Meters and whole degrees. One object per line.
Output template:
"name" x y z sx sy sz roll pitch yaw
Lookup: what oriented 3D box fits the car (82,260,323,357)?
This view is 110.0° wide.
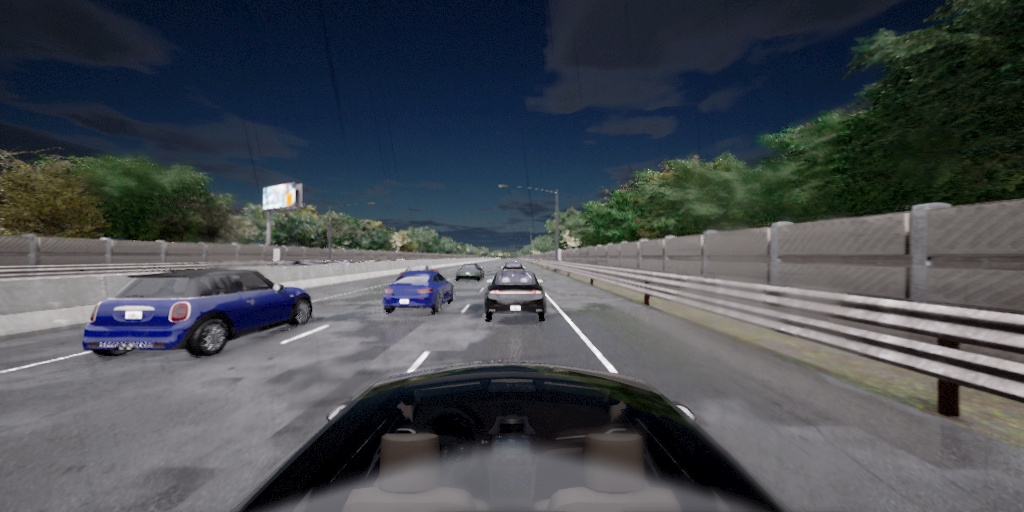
"car" -6.900 1.094 8.666 2.097 1.767 4.553 0 0 0

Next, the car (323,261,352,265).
"car" -17.593 1.262 37.213 1.812 1.442 4.674 0 0 0

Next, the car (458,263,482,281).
"car" -3.398 1.297 29.586 1.994 1.385 4.181 0 0 0

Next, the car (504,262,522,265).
"car" 0.102 1.225 28.912 2.128 1.511 4.902 0 0 0

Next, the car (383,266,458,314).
"car" -3.399 1.264 13.617 1.812 1.442 4.674 0 0 0

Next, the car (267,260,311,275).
"car" -24.584 1.245 39.731 1.837 1.490 4.892 0 -1 0

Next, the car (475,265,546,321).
"car" 0.101 1.230 12.388 2.128 1.511 4.902 0 0 0
